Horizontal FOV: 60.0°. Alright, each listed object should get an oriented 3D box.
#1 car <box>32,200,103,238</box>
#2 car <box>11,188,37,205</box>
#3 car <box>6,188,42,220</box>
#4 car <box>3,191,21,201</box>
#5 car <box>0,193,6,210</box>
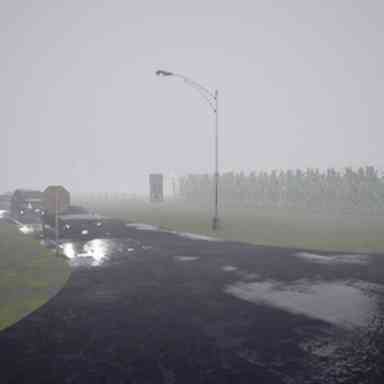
[{"bbox_3d":[-6.222,1.331,16.648,2.033,1.411,5.357,-1,1,-36],"label":"car"},{"bbox_3d":[-22.315,0.530,44.076,2.150,2.045,5.566,-1,2,-36],"label":"car"},{"bbox_3d":[-12.095,0.872,24.816,2.150,2.045,5.566,-1,1,-35],"label":"car"},{"bbox_3d":[-28.856,0.627,53.182,1.882,1.535,5.008,-1,1,-36],"label":"car"},{"bbox_3d":[-19.323,1.008,34.899,1.812,1.442,4.674,-1,1,-36],"label":"car"}]
